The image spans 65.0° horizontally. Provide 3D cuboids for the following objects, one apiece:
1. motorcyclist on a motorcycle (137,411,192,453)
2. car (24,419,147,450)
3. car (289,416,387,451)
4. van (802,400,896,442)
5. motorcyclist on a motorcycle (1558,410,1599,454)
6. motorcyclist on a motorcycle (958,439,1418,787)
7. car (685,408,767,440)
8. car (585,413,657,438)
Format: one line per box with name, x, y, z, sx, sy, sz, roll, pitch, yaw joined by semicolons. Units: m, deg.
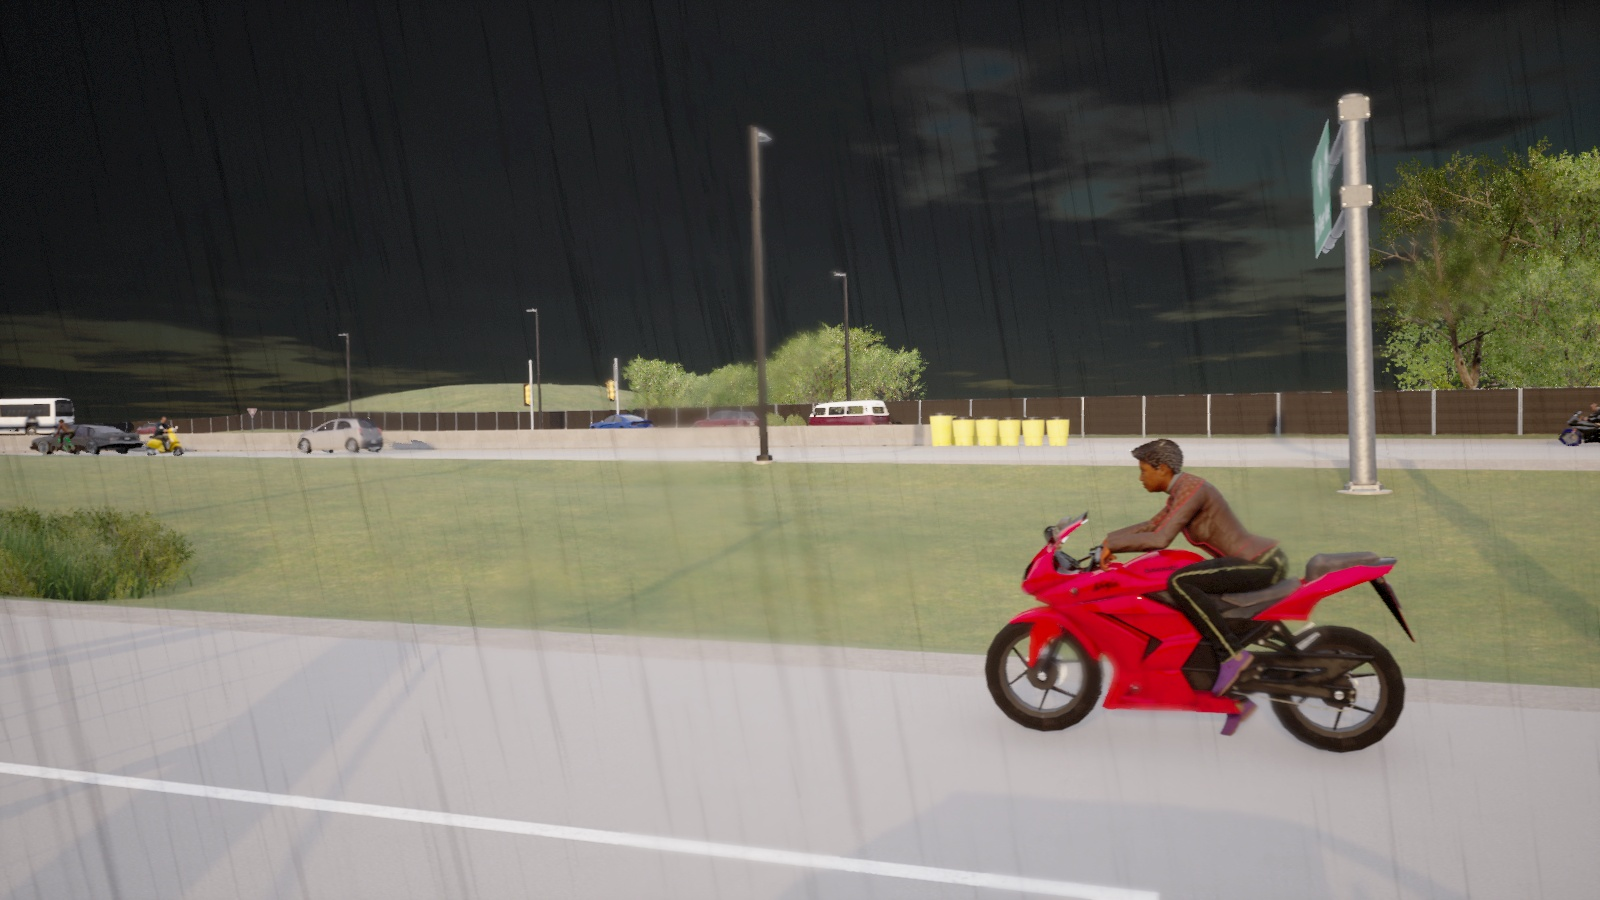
motorcyclist on a motorcycle;-24.630;-0.687;48.682;1.817;1.590;0.866;0;1;19
car;-33.716;-0.739;59.265;5.357;1.411;2.033;0;1;19
car;-20.038;-0.712;54.494;3.633;1.501;1.845;0;1;19
van;2.473;-1.439;63.897;4.480;2.038;2.069;0;1;43
motorcyclist on a motorcycle;27.432;-0.624;43.311;2.191;1.530;0.866;1;1;31
motorcyclist on a motorcycle;1.879;0.716;6.252;2.044;1.523;0.797;1;1;19
car;-4.165;-1.472;70.479;2.097;1.767;4.553;-2;2;-44
car;-11.109;-1.548;77.689;1.882;1.535;5.008;-2;2;-44
